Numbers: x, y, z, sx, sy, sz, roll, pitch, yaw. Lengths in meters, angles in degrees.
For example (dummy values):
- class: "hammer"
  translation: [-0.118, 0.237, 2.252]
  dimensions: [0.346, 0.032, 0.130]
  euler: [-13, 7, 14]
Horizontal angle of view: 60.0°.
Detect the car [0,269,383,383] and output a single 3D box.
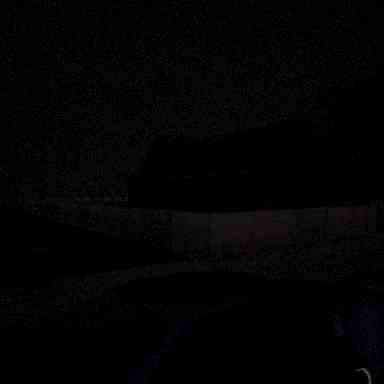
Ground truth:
- class: "car"
  translation: [-0.065, 1.548, 3.022]
  dimensions: [5.357, 1.411, 2.033]
  euler: [0, 0, -36]
